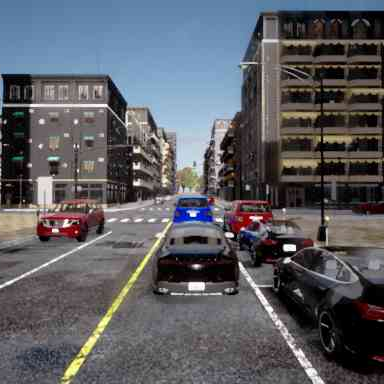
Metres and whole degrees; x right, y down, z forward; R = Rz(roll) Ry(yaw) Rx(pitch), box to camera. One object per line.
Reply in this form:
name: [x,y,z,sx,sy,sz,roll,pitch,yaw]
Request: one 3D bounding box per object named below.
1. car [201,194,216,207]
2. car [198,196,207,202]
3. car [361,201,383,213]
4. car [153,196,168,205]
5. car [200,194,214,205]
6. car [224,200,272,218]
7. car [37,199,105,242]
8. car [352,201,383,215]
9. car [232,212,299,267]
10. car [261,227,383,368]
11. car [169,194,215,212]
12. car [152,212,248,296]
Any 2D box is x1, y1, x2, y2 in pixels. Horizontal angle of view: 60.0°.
car: [2.692,1.338,54.704,2.192,1.841,5.009,1,0,0]
car: [2.496,1.600,77.488,1.947,1.339,4.313,1,0,0]
car: [22.693,1.742,39.436,4.313,1.339,1.947,0,-1,0]
car: [-5.960,1.577,60.316,2.008,1.369,4.403,1,0,0]
car: [2.668,1.341,60.404,2.192,1.841,5.009,1,0,0]
car: [2.739,1.321,16.630,2.192,1.841,5.009,1,0,0]
car: [-5.788,1.321,16.601,2.192,1.841,5.009,1,0,0]
car: [17.201,1.580,31.030,4.206,1.307,1.802,0,-1,0]
car: [2.676,1.570,11.193,1.947,1.339,4.313,1,0,0]
car: [2.690,1.568,5.755,1.947,1.339,4.313,1,0,0]
car: [0.050,1.232,19.575,2.150,2.045,5.566,0,0,0]
car: [0.080,1.509,8.657,1.837,1.490,4.892,0,0,0]
